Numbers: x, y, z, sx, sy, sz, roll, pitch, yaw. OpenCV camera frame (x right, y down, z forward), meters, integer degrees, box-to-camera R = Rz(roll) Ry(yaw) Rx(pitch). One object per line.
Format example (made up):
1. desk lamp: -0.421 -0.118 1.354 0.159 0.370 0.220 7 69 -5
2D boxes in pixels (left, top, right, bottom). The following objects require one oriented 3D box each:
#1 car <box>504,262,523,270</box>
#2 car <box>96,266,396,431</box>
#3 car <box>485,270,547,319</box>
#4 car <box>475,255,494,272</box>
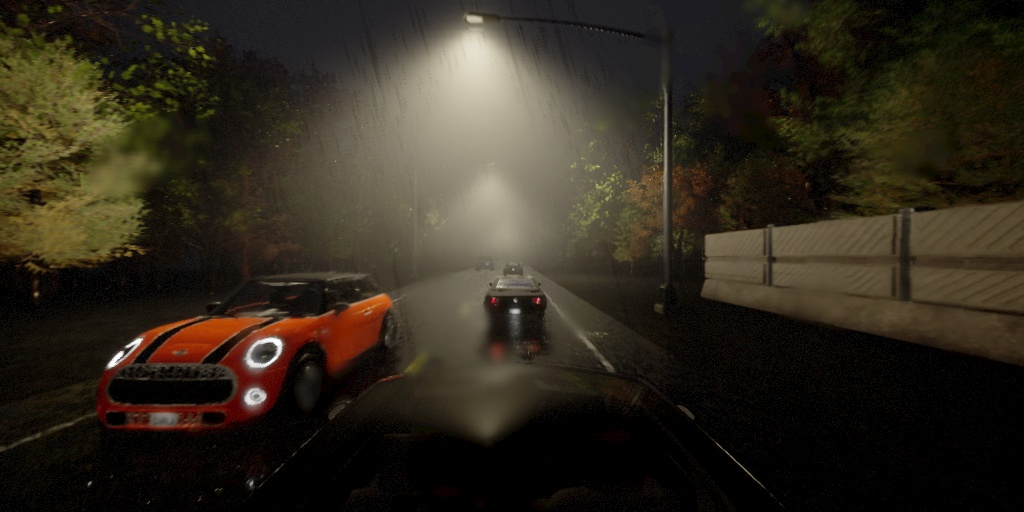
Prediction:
1. car: 0.143 1.311 37.896 1.994 1.385 4.181 0 0 0
2. car: -3.595 1.098 5.949 2.097 1.767 4.553 0 0 0
3. car: 0.113 1.360 12.900 1.895 1.301 4.718 0 0 0
4. car: -3.529 0.950 47.118 2.150 2.045 5.566 0 0 0
